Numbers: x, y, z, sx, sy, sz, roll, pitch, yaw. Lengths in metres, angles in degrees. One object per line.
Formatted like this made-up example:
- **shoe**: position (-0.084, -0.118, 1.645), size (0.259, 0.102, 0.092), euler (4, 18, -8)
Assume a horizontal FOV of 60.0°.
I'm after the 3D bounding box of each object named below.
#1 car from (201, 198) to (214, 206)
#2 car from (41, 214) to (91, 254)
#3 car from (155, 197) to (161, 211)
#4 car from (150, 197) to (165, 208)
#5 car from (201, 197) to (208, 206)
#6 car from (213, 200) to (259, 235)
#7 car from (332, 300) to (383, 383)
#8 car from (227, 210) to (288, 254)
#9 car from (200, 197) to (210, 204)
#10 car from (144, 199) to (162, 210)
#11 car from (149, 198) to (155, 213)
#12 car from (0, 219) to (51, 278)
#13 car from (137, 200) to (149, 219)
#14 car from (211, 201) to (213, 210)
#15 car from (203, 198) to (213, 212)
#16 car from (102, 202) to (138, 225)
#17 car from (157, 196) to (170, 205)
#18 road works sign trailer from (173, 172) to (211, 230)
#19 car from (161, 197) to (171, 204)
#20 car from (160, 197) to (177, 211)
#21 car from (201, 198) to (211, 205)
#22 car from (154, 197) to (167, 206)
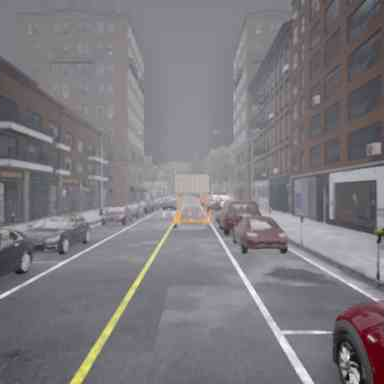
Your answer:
- **car**: position (2.636, 1.704, 57.596), size (1.887, 1.381, 4.507), euler (0, 0, 0)
- **car**: position (-5.387, 1.586, 13.443), size (2.008, 1.369, 4.403), euler (0, 0, 0)
- **car**: position (-5.388, 1.674, 41.038), size (1.947, 1.339, 4.313), euler (0, 0, 0)
- **car**: position (-5.389, 1.582, 52.075), size (1.967, 1.590, 4.097), euler (0, 0, 0)
- **car**: position (2.637, 1.706, 46.560), size (1.802, 1.307, 4.206), euler (0, 0, 0)
- **car**: position (2.638, 1.365, 18.970), size (2.192, 1.841, 5.009), euler (0, 0, 0)
- **car**: position (2.639, 1.447, 2.413), size (1.967, 1.590, 4.097), euler (0, 0, 0)
- **car**: position (2.638, 1.617, 13.450), size (1.802, 1.307, 4.206), euler (0, 0, 0)
- **car**: position (2.636, 1.763, 68.633), size (1.947, 1.339, 4.313), euler (0, 0, 0)
- **car**: position (-5.388, 1.675, 46.556), size (2.008, 1.369, 4.403), euler (0, 0, 0)
- **car**: position (-5.387, 1.638, 35.519), size (1.887, 1.381, 4.507), euler (0, 0, 0)
- **car**: position (-5.387, 1.572, 7.924), size (2.008, 1.369, 4.403), euler (0, 0, 0)
- **car**: position (-5.387, 1.629, 30.000), size (2.008, 1.369, 4.403), euler (0, 0, 0)
- **car**: position (2.634, 1.590, 24.655), size (1.752, 1.417, 4.829), euler (0, 0, 0)
- **car**: position (2.637, 1.690, 41.042), size (1.802, 1.307, 4.206), euler (0, 0, 0)
- **car**: position (-5.387, 1.646, 24.481), size (1.802, 1.307, 4.206), euler (0, 0, 0)
- **car**: position (-5.389, 1.619, 63.113), size (1.967, 1.590, 4.097), euler (0, 0, 0)
- **road works sign trailer**: position (0.000, 0.520, 21.339), size (2.380, 3.560, 2.880), euler (0, 0, 0)
- **car**: position (-5.389, 1.779, 68.631), size (1.802, 1.307, 4.206), euler (0, 0, 0)
- **car**: position (-2.845, 1.661, 43.158), size (2.033, 1.411, 5.357), euler (0, 0, 0)
- **car**: position (2.636, 1.760, 63.114), size (1.802, 1.307, 4.206), euler (0, 0, 0)
- **car**: position (-5.389, 1.685, 57.423), size (1.752, 1.417, 4.829), euler (0, 0, 0)
